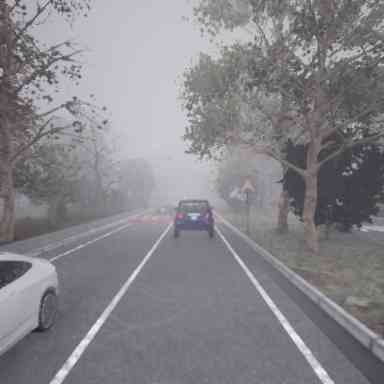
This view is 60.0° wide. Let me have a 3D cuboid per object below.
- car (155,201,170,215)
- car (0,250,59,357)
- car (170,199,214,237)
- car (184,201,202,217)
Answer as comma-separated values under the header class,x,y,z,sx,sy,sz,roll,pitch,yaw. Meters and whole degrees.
class,x,y,z,sx,sy,sz,roll,pitch,yaw
car,-3.184,1.838,39.016,2.128,1.511,4.902,0,0,0
car,-3.248,1.556,4.186,1.812,1.442,4.674,0,-1,0
car,0.110,1.417,19.483,2.150,2.045,5.566,0,-1,0
car,0.138,1.856,37.482,1.837,1.490,4.892,0,0,0
